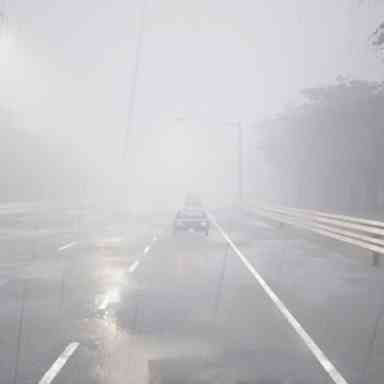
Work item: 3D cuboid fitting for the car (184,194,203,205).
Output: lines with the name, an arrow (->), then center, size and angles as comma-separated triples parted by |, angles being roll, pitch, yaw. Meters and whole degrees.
car -> 0.240, 1.256, 43.344 | 2.150, 2.045, 5.566 | -1, 0, 5

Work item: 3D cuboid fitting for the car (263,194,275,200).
car -> 21.155, 1.397, 92.711 | 2.033, 1.411, 5.357 | 0, 0, 41

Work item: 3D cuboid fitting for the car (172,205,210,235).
car -> -0.048, 1.608, 18.676 | 1.895, 1.301, 4.718 | 0, 0, 0
